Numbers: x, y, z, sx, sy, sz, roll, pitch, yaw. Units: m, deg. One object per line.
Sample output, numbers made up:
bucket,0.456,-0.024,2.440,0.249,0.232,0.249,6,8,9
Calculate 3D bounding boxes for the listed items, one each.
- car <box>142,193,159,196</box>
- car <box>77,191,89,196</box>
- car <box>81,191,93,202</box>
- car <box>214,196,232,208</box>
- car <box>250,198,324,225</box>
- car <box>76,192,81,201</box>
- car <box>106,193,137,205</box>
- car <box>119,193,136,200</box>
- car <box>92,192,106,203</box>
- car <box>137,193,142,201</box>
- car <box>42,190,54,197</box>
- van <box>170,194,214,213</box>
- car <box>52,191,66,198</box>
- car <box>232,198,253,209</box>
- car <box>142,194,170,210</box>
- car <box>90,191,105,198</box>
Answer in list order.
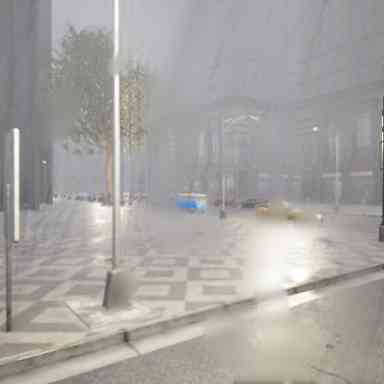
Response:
car,-6.039,0.856,55.167,1.967,1.590,4.097,1,0,-35
car,-28.685,0.450,87.310,1.802,1.307,4.206,1,0,-35
car,-16.242,0.896,54.844,2.008,1.369,4.403,1,0,-35
car,3.665,1.197,41.387,1.887,1.381,4.507,1,0,-35
car,6.503,1.379,22.549,1.752,1.417,4.829,1,0,-35
car,-19.477,0.816,59.437,2.008,1.369,4.403,1,0,-35
car,-9.674,1.035,45.521,1.752,1.417,4.829,1,0,-35
car,-12.511,0.837,64.351,1.802,1.307,4.206,1,0,-35
car,-13.007,0.976,50.252,2.008,1.369,4.403,1,0,-35
car,-9.276,0.886,59.759,2.008,1.369,4.403,1,0,-35
car,-35.650,0.318,82.398,1.967,1.590,4.097,1,0,-35
van,-0.064,1.073,31.878,1.690,1.788,3.998,1,0,-35
car,-29.179,0.470,73.213,1.967,1.590,4.097,1,0,-35
car,6.898,1.288,36.795,1.947,1.339,4.313,1,0,-35
car,-3.301,1.213,36.471,2.008,1.369,4.403,1,0,-35
car,-22.214,0.565,78.126,1.887,1.381,4.507,1,0,-35
